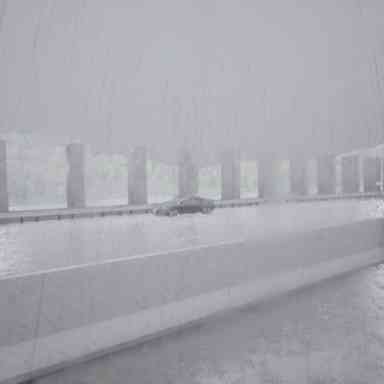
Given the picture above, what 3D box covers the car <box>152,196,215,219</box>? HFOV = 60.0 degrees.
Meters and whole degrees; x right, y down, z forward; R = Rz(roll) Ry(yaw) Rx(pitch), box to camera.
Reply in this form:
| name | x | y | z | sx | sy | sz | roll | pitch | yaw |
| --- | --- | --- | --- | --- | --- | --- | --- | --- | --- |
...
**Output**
| name | x | y | z | sx | sy | sz | roll | pitch | yaw |
| --- | --- | --- | --- | --- | --- | --- | --- | --- | --- |
| car | -0.568 | 1.041 | 24.591 | 4.902 | 1.511 | 2.128 | -2 | 1 | -33 |
